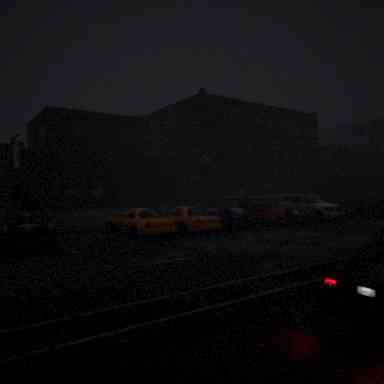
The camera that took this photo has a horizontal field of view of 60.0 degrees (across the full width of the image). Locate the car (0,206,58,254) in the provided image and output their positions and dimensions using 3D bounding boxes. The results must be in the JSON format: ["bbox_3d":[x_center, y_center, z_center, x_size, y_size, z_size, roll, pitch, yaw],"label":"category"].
[{"bbox_3d":[-7.150,1.358,13.808,2.185,1.767,4.553,0,0,-36],"label":"car"}]

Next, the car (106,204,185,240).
[{"bbox_3d":[-2.792,1.470,17.196,1.946,1.575,5.366,0,0,-36],"label":"car"}]

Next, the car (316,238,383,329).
[{"bbox_3d":[4.656,1.538,6.455,5.357,1.411,2.033,0,0,-36],"label":"car"}]

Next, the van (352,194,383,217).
[{"bbox_3d":[15.187,1.146,29.990,1.878,1.987,4.442,0,0,-36],"label":"van"}]

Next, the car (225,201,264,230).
[{"bbox_3d":[1.802,1.498,20.255,2.002,1.452,4.674,0,0,-36],"label":"car"}]

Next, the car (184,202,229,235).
[{"bbox_3d":[-0.548,1.463,18.803,1.946,1.575,5.366,0,0,-36],"label":"car"}]

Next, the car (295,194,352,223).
[{"bbox_3d":[8.544,1.171,25.053,2.435,2.045,5.566,0,0,-36],"label":"car"}]

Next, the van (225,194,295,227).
[{"bbox_3d":[4.111,1.222,21.769,1.878,1.987,4.442,0,0,-36],"label":"van"}]

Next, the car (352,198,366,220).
[{"bbox_3d":[10.787,1.437,26.659,2.163,1.488,4.792,0,0,-36],"label":"car"}]

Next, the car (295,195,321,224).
[{"bbox_3d":[6.267,1.310,23.495,2.185,1.767,4.553,0,0,-36],"label":"car"}]
